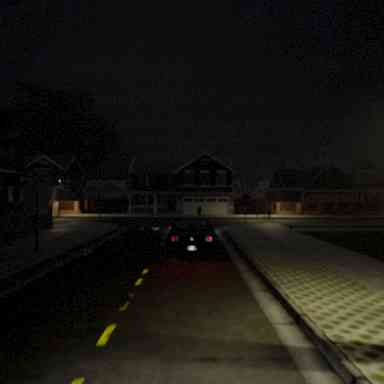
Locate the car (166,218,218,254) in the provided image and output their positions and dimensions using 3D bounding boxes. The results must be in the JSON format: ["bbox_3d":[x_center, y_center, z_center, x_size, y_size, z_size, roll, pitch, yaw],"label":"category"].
[{"bbox_3d":[-0.002,1.734,14.131,1.895,1.301,4.718,0,0,0],"label":"car"}]
